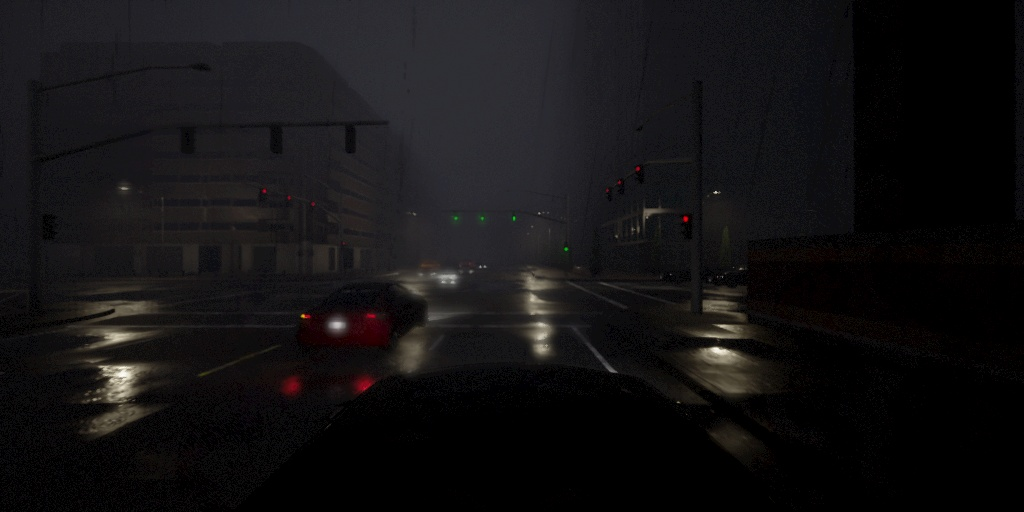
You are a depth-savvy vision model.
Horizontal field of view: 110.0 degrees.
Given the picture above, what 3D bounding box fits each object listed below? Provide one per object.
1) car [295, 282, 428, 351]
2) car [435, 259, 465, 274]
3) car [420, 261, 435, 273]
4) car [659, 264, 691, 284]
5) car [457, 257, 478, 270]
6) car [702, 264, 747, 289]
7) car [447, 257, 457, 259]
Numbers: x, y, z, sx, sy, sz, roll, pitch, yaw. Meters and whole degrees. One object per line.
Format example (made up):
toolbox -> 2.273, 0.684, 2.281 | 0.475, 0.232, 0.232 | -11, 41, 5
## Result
car -> -3.470, 1.339, 9.071 | 1.994, 1.385, 4.181 | 0, 0, -1
car -> -7.311, 1.382, 42.968 | 2.128, 1.511, 4.902 | 0, 0, 0
car -> -10.886, 1.383, 47.893 | 1.882, 1.535, 5.008 | 0, 0, 1
car -> 14.000, 1.384, 27.761 | 4.902, 1.511, 2.128 | 0, 0, 0
car -> -7.228, 1.293, 58.655 | 2.097, 1.767, 4.553 | 0, 0, 1
car -> 15.836, 1.372, 24.255 | 4.902, 1.511, 2.128 | 0, 0, 0
car -> -10.645, 1.180, 63.582 | 2.150, 2.045, 5.566 | 0, 0, 1
